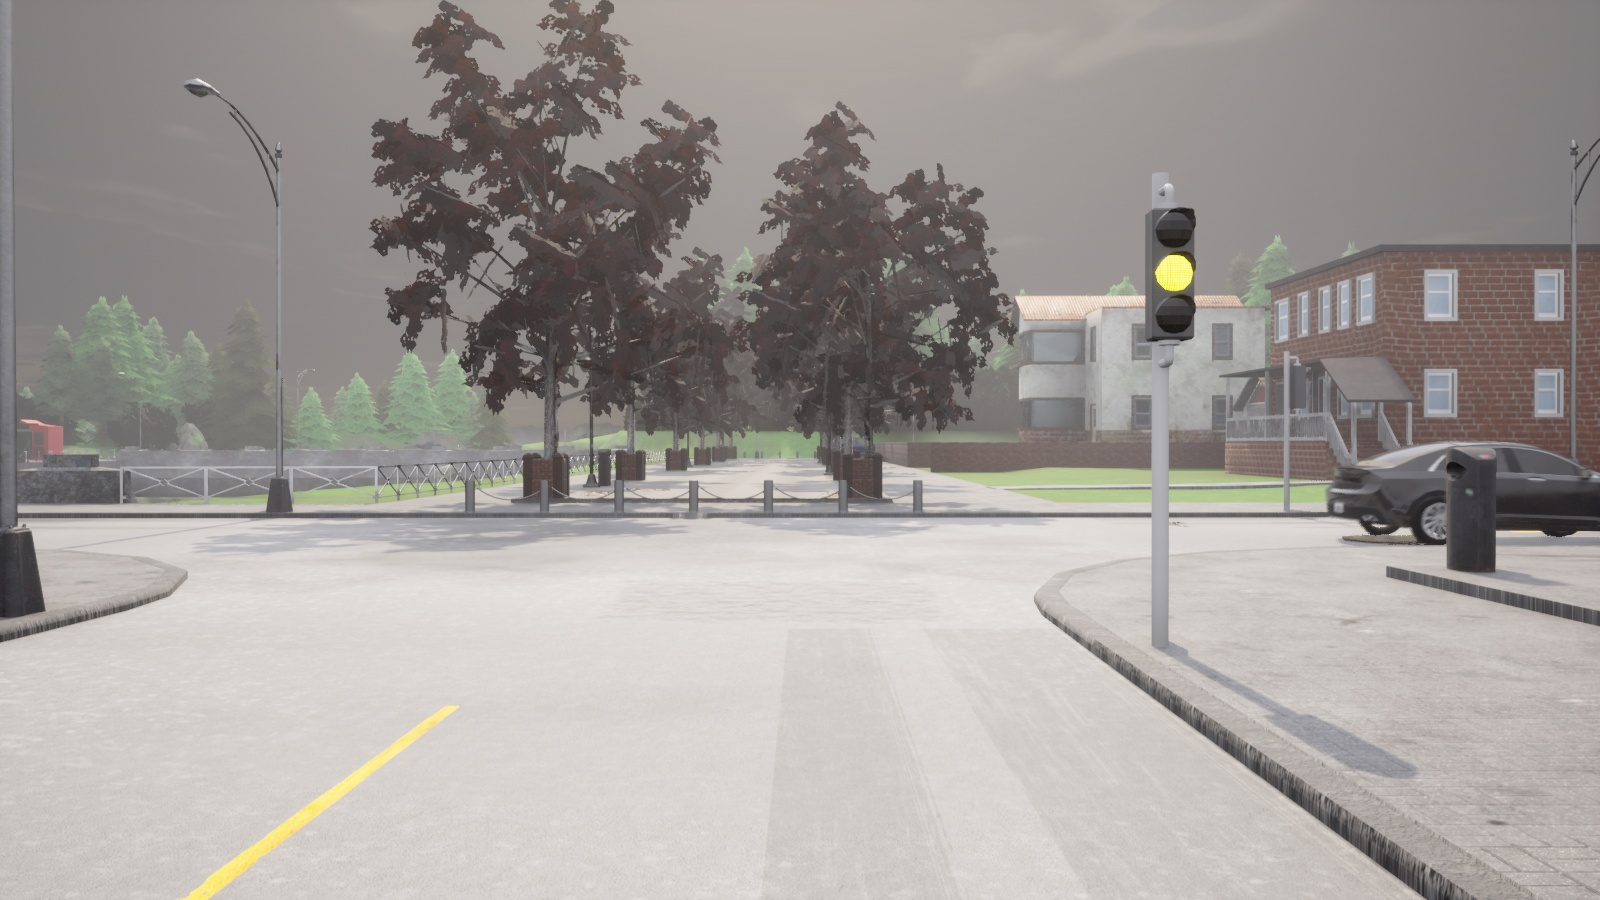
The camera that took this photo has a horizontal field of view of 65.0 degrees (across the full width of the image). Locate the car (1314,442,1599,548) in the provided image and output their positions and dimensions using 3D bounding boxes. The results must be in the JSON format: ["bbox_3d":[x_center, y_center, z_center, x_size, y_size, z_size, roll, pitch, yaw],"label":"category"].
[{"bbox_3d":[10.568,0.643,18.896,4.892,1.490,1.837,0,1,-2],"label":"car"}]
